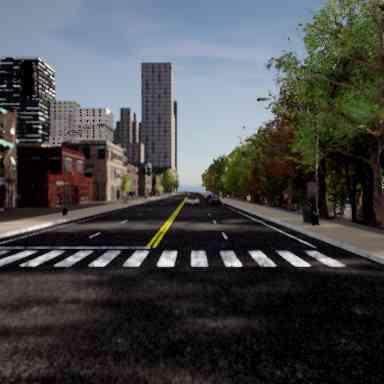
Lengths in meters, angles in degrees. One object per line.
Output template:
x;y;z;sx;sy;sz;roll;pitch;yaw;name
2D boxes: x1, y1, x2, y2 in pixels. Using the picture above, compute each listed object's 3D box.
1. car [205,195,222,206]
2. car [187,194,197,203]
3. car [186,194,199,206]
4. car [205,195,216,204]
3.343;1.319;48.947;2.033;1.411;5.357;0;0;0;car
-0.006;1.220;60.508;1.837;1.490;4.892;0;0;0;car
0.096;1.365;50.469;1.895;1.301;4.718;0;0;0;car
3.246;1.226;59.442;1.837;1.490;4.892;0;0;0;car
